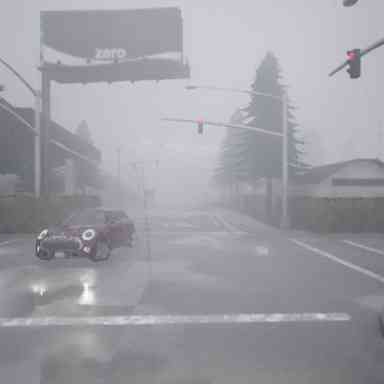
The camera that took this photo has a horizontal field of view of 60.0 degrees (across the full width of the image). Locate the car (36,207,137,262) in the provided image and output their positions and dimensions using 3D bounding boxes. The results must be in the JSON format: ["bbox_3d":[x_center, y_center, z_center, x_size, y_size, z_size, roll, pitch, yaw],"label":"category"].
[{"bbox_3d":[-3.705,1.390,12.461,2.097,1.767,4.553,-1,-1,10],"label":"car"}]
